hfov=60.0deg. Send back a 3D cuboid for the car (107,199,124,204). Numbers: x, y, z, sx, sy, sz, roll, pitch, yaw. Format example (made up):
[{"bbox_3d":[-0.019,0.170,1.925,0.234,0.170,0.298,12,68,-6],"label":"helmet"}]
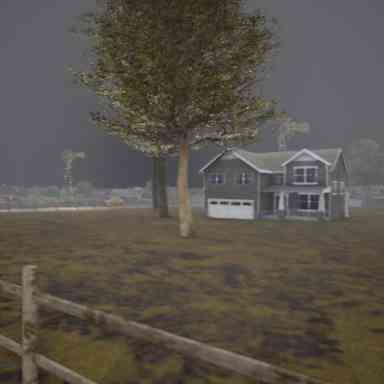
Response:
[{"bbox_3d":[-16.842,2.109,71.902,1.882,1.535,5.008,1,0,36],"label":"car"}]
